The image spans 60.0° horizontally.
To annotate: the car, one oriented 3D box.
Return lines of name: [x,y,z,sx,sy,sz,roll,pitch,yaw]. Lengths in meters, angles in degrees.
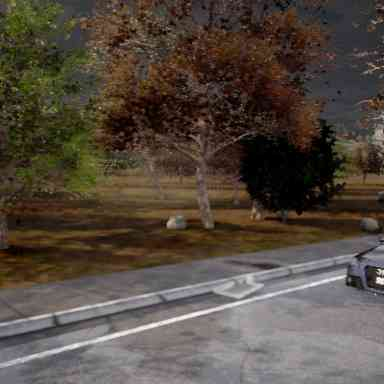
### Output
car: [5.383,1.536,7.457,4.181,1.385,1.994,0,1,-32]
